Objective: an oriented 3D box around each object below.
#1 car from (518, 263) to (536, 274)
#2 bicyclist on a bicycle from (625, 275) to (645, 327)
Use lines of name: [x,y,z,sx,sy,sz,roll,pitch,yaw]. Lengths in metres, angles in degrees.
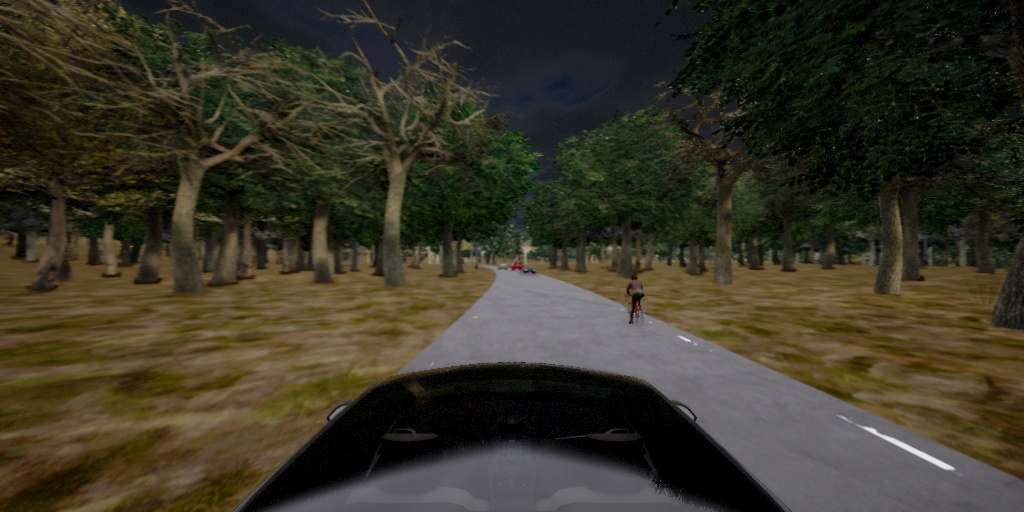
car: [2.551,2.181,56.234,1.895,1.301,4.718,2,-1,-3]
bicyclist on a bicycle: [4.063,1.464,11.861,0.582,1.620,1.656,2,-1,2]
